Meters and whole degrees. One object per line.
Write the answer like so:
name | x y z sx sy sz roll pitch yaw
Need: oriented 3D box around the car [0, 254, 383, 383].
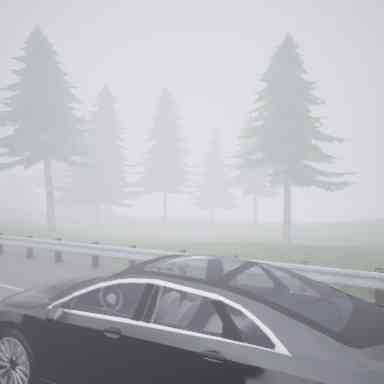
car | -0.239 1.489 3.696 4.902 1.511 2.128 0 0 29
